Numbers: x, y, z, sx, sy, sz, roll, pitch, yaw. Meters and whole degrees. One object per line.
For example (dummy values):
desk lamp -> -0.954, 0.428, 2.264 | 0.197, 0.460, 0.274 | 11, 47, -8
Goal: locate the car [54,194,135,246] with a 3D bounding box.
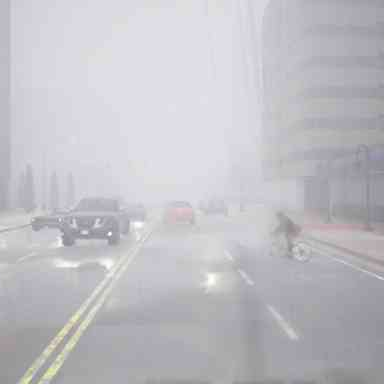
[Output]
car -> -4.252, 1.224, 15.581 | 2.150, 2.045, 5.566 | 0, 0, -2

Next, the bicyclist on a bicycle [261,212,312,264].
bicyclist on a bicycle -> 2.952, 1.447, 10.444 | 1.656, 1.620, 0.582 | -2, 0, -3

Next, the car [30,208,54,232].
car -> -7.958, 1.601, 20.163 | 1.895, 1.301, 4.718 | 0, 0, -3

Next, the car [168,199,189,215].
car -> -1.438, 1.547, 35.158 | 2.033, 1.411, 5.357 | 0, 0, -2

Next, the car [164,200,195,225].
car -> -0.947, 1.352, 24.402 | 2.097, 1.767, 4.553 | 0, 0, -3

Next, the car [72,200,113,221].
car -> -8.216, 1.491, 27.954 | 2.128, 1.511, 4.902 | 0, 0, -3

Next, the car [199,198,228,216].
car -> 2.184, 1.351, 32.601 | 2.097, 1.767, 4.553 | 0, 0, -3

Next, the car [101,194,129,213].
car -> -8.678, 1.221, 37.837 | 2.150, 2.045, 5.566 | 0, 0, -2

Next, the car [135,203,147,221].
car -> -4.743, 1.563, 26.820 | 1.994, 1.385, 4.181 | 0, 0, -2
